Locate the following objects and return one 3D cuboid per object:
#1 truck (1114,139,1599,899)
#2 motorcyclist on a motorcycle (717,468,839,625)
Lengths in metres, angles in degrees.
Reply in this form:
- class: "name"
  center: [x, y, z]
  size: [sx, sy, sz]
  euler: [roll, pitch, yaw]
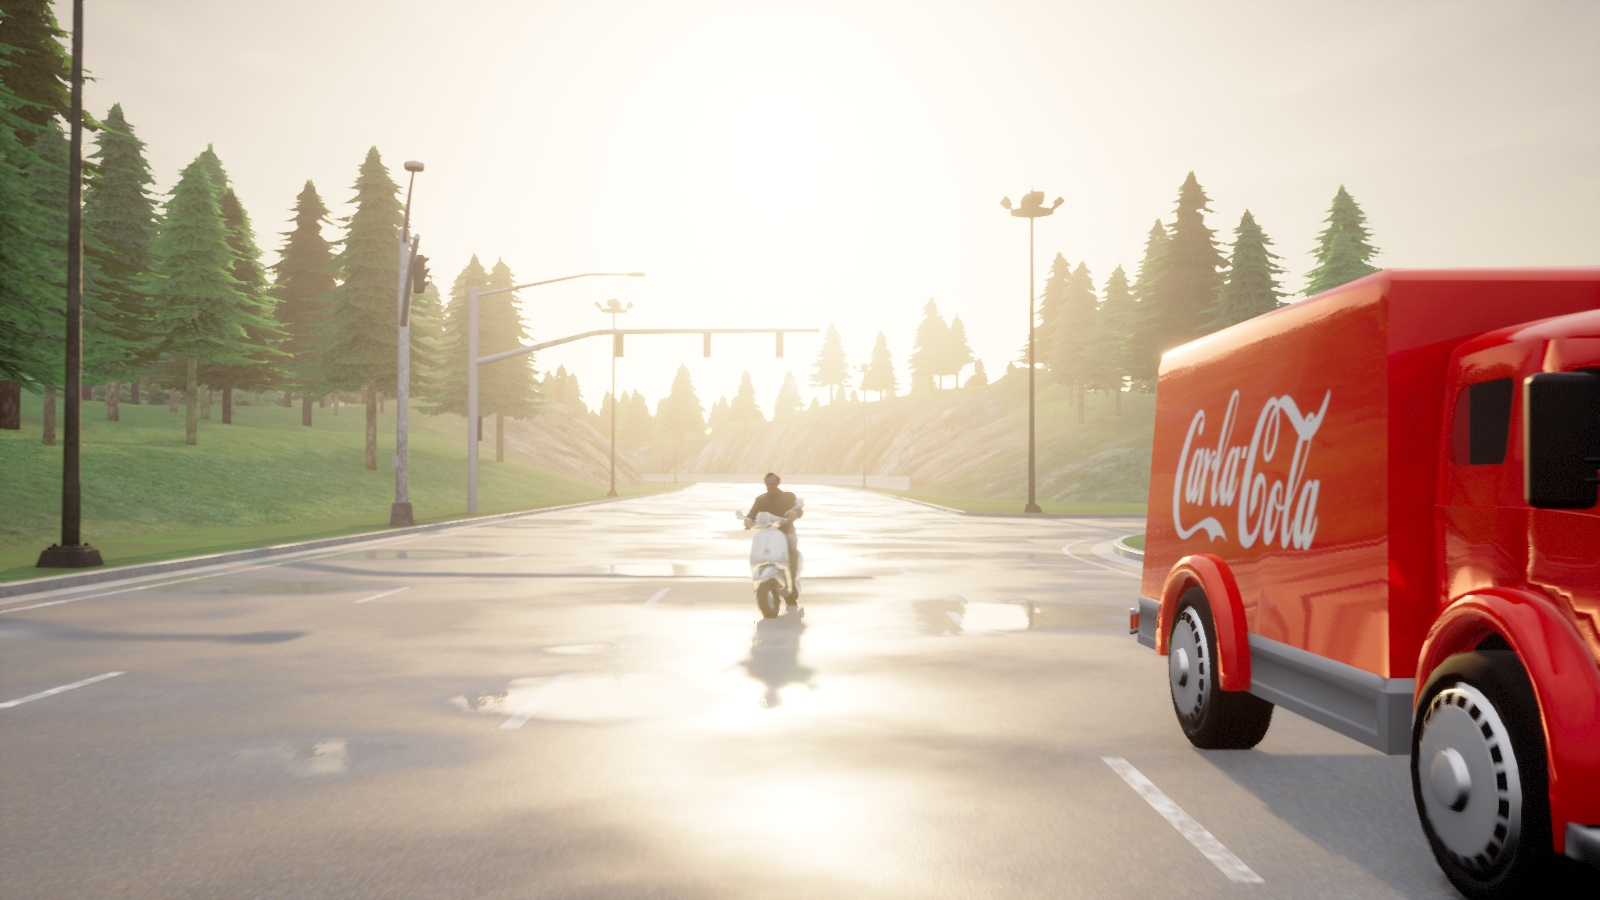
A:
- class: "truck"
  center: [3.483, 0.428, 6.007]
  size: [2.627, 2.467, 5.204]
  euler: [0, -1, 0]
- class: "motorcyclist on a motorcycle"
  center: [-0.208, 1.032, 14.115]
  size: [0.866, 1.590, 1.817]
  euler: [-6, -2, 11]
